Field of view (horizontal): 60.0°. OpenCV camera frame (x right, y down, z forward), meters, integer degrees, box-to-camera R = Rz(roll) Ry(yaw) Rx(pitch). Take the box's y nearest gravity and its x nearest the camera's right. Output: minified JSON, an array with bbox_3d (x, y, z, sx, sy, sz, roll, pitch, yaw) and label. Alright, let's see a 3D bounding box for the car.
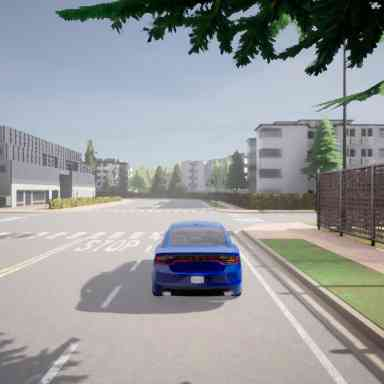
[{"bbox_3d":[0.116,1.478,8.653,1.882,1.535,5.008,0,0,0],"label":"car"}]
